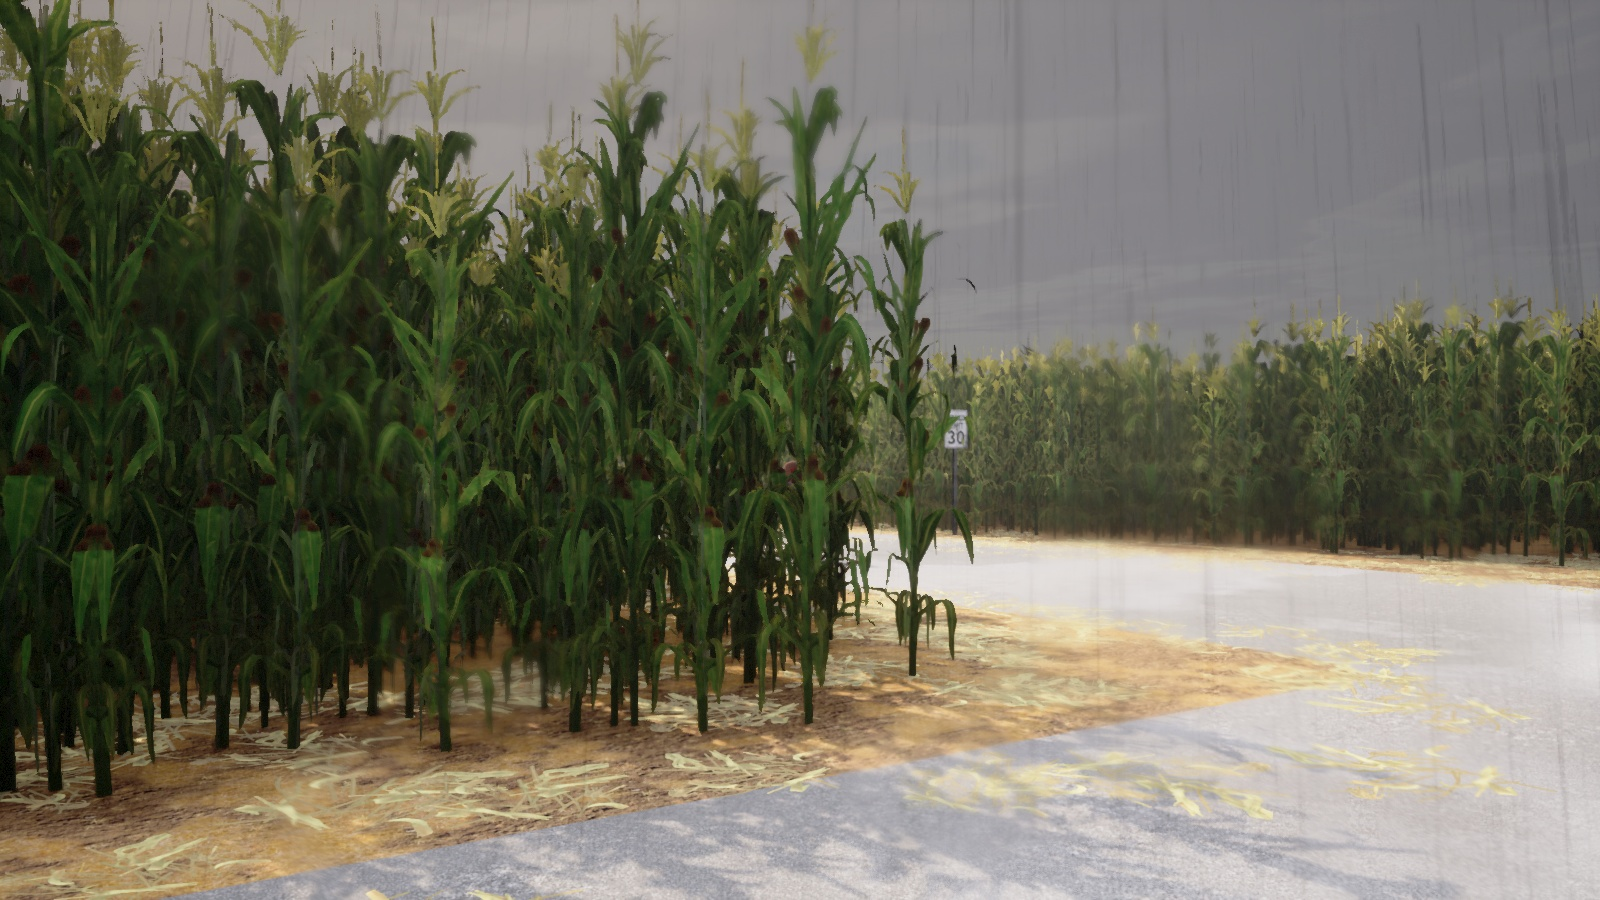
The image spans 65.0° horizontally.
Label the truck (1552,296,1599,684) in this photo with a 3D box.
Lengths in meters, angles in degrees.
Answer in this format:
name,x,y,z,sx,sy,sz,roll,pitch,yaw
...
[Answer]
name,x,y,z,sx,sy,sz,roll,pitch,yaw
truck,7.817,0.304,8.607,5.204,2.467,2.627,1,0,-35
